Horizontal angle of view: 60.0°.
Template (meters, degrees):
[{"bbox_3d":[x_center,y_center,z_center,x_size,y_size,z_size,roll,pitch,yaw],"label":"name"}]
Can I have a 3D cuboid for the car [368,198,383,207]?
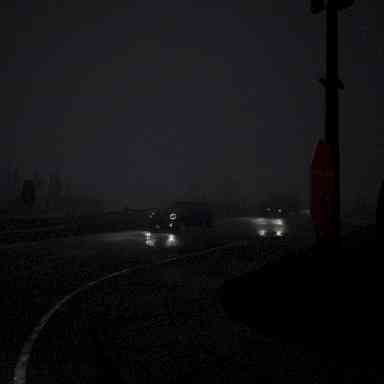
[{"bbox_3d":[28.231,1.566,50.533,1.895,1.301,4.718,0,0,38],"label":"car"}]

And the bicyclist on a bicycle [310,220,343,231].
[{"bbox_3d":[6.940,1.265,17.190,1.656,1.620,0.582,0,0,38],"label":"bicyclist on a bicycle"}]

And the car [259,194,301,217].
[{"bbox_3d":[8.365,1.189,31.143,2.150,2.045,5.566,0,0,38],"label":"car"}]

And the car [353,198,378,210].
[{"bbox_3d":[22.039,1.529,42.619,1.994,1.385,4.181,0,0,38],"label":"car"}]

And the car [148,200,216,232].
[{"bbox_3d":[-0.490,1.317,19.839,2.097,1.767,4.553,0,0,38],"label":"car"}]
